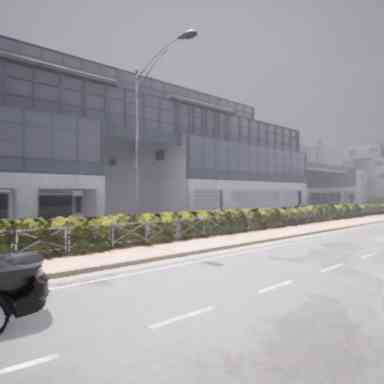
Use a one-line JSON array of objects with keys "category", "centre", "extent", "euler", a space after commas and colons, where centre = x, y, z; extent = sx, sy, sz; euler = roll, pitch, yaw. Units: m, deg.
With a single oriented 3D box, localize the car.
[{"category": "car", "centre": [-4.850, 1.535, 4.967], "extent": [5.008, 1.535, 1.882], "euler": [0, 0, -36]}]
